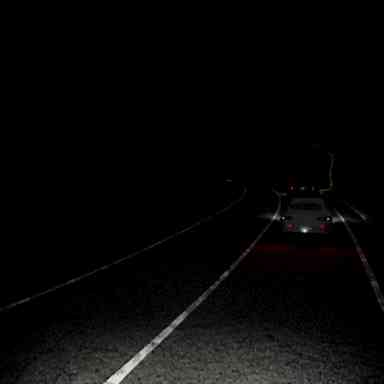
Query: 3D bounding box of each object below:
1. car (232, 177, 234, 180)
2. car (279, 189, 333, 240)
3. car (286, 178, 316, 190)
[{"bbox_3d":[7.884,-3.574,73.649,2.097,1.767,4.553,1,4,-7],"label":"car"},{"bbox_3d":[4.554,0.878,13.231,1.812,1.442,4.674,0,4,20],"label":"car"},{"bbox_3d":[9.031,-0.355,27.731,2.097,1.767,4.553,0,4,14],"label":"car"}]
